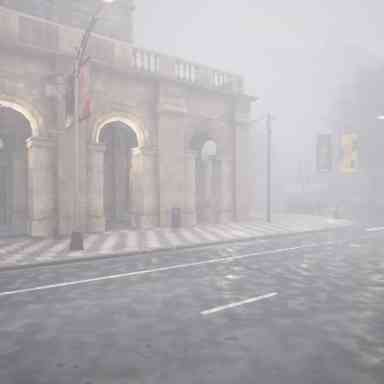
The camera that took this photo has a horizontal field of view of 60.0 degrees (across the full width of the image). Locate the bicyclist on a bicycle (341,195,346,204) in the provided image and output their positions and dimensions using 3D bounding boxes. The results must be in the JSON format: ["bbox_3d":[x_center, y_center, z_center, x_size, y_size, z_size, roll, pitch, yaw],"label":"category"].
[{"bbox_3d":[25.740,1.300,56.530,1.656,1.620,0.582,0,0,-36],"label":"bicyclist on a bicycle"}]

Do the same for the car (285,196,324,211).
[{"bbox_3d":[13.532,1.352,40.130,2.097,1.767,4.553,0,0,-36],"label":"car"}]

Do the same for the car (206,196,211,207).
[{"bbox_3d":[1.115,1.594,46.017,1.895,1.301,4.718,0,0,-36],"label":"car"}]
